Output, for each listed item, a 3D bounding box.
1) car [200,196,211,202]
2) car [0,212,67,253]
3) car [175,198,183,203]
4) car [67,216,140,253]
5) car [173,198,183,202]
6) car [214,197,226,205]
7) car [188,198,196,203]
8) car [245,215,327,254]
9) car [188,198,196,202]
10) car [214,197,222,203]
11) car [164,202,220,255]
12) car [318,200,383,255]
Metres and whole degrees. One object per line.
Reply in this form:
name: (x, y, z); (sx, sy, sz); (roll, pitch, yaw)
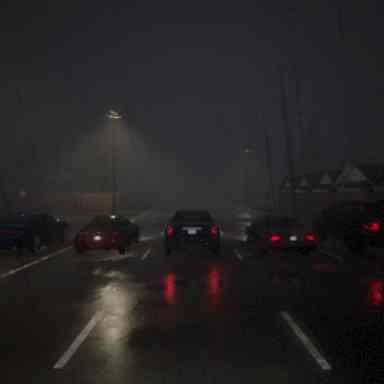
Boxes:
car: (3.524, 2.309, 79.488); (1.895, 1.301, 4.718); (0, -1, 0)
car: (-7.038, 1.612, 14.489); (1.882, 1.535, 5.008); (0, 0, 0)
car: (-3.473, 2.235, 90.811); (1.994, 1.385, 4.181); (0, -1, 0)
car: (-3.491, 1.697, 14.313); (1.994, 1.385, 4.181); (0, 0, 0)
car: (-3.476, 2.259, 79.556); (2.033, 1.411, 5.357); (0, -1, 0)
car: (7.024, 2.175, 79.139); (1.882, 1.535, 5.008); (0, -1, 0)
car: (0.027, 2.235, 90.810); (1.994, 1.385, 4.181); (0, -1, 0)
car: (3.505, 1.677, 13.988); (2.033, 1.411, 5.357); (0, 0, 0)
car: (0.024, 2.244, 79.556); (2.128, 1.511, 4.902); (0, -1, 0)
car: (7.027, 2.160, 90.808); (1.882, 1.535, 5.008); (0, -1, 0)
car: (0.007, 1.480, 14.087); (2.097, 1.767, 4.553); (0, -1, 0)
car: (7.005, 1.346, 14.006); (2.150, 2.045, 5.566); (0, 0, 0)
